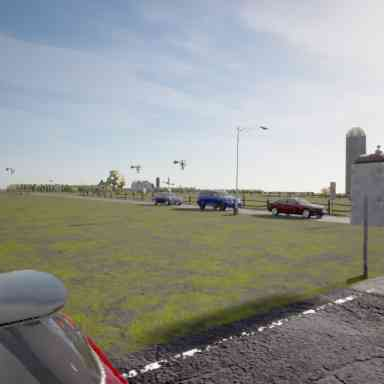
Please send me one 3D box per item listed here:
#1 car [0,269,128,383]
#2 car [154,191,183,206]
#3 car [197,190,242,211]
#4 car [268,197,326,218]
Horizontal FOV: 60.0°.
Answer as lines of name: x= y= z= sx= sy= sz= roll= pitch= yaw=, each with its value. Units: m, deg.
car: x=-2.450 y=1.352 z=1.317 sx=4.553 sy=1.767 sz=2.097 roll=0 pitch=0 yaw=-36
car: x=-3.126 y=0.825 z=43.304 sx=2.097 sy=1.767 sz=4.553 roll=1 pitch=0 yaw=-36
car: x=2.776 y=0.836 z=35.186 sx=2.150 sy=2.045 sz=5.566 roll=1 pitch=0 yaw=-36
car: x=8.527 y=1.233 z=27.275 sx=1.882 sy=1.535 sz=5.008 roll=1 pitch=0 yaw=-36
